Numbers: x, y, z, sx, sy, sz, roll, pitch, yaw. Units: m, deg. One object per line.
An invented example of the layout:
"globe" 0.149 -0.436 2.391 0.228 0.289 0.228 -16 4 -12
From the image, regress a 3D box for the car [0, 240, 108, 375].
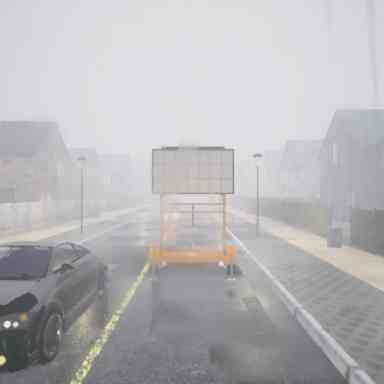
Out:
"car" -2.838 1.563 5.683 1.994 1.385 4.181 0 0 0

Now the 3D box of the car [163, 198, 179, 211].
"car" -2.640 1.580 42.036 2.128 1.511 4.902 0 0 0

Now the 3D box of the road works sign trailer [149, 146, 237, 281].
"road works sign trailer" 0.031 0.465 9.831 2.380 3.560 2.880 0 0 1
